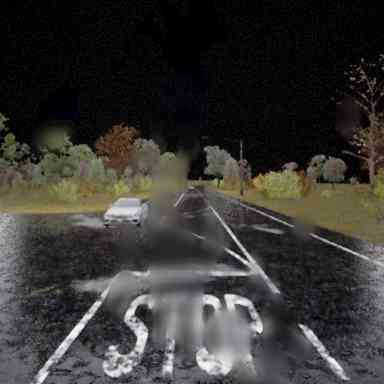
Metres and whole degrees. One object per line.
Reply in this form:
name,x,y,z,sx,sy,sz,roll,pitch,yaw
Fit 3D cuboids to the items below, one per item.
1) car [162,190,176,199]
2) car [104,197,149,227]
car,-3.459,0.301,49.890,1.895,1.301,4.718,0,2,0
car,-3.481,1.042,18.434,1.812,1.442,4.674,0,1,0
